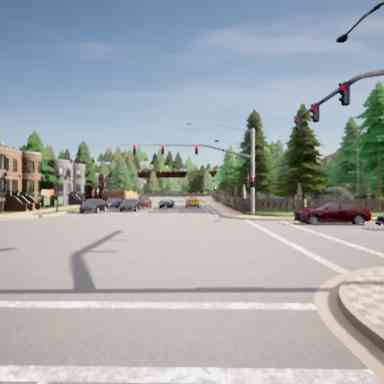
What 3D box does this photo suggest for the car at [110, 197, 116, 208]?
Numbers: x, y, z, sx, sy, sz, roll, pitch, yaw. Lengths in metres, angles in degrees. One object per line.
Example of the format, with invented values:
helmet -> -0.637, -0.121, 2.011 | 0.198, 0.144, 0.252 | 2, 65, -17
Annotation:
car -> -10.590, 1.479, 45.212 | 2.128, 1.511, 4.902 | 0, 0, 0

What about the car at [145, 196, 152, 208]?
car -> -7.075, 1.340, 47.732 | 2.097, 1.767, 4.553 | 0, 0, 0

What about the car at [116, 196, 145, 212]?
car -> -7.079, 1.494, 38.508 | 1.837, 1.490, 4.892 | 0, 0, 0

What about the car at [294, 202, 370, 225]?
car -> 9.703, 1.471, 23.115 | 5.008, 1.535, 1.882 | 0, 0, 0

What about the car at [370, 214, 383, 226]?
car -> 13.870, 1.542, 19.613 | 5.357, 1.411, 2.033 | 0, 0, 0

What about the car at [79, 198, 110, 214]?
car -> -10.590, 1.495, 35.795 | 1.837, 1.490, 4.892 | 0, 0, 0

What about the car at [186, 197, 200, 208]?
car -> 0.080, 1.464, 49.156 | 1.882, 1.535, 5.008 | 0, 0, 0

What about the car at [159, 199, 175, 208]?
car -> -3.419, 1.588, 46.065 | 1.895, 1.301, 4.718 | 0, 0, 0
